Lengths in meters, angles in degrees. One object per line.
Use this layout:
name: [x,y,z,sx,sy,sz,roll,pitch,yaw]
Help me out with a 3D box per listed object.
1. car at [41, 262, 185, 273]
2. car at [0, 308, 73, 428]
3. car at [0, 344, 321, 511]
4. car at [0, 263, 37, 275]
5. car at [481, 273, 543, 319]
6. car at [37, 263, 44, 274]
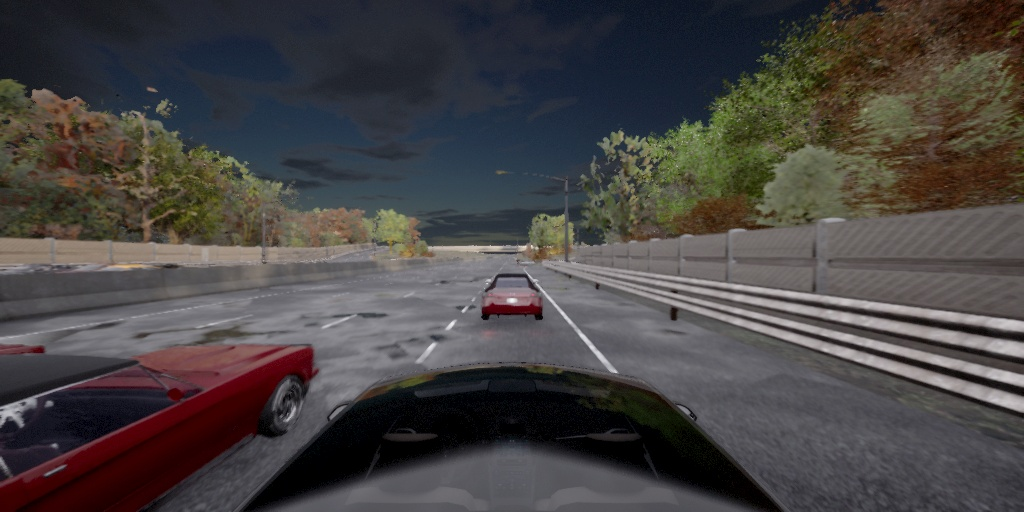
car: [-21.061,1.218,19.357,1.882,1.535,5.008,0,0,0]
car: [-6.899,1.351,2.496,1.895,1.301,4.718,0,0,0]
car: [-3.398,1.350,2.483,1.895,1.301,4.718,0,0,0]
car: [-31.563,1.232,23.928,2.128,1.511,4.902,0,0,0]
car: [0.004,1.305,12.735,1.994,1.385,4.181,0,0,0]
car: [-28.067,1.218,24.499,1.882,1.535,5.008,0,0,0]
